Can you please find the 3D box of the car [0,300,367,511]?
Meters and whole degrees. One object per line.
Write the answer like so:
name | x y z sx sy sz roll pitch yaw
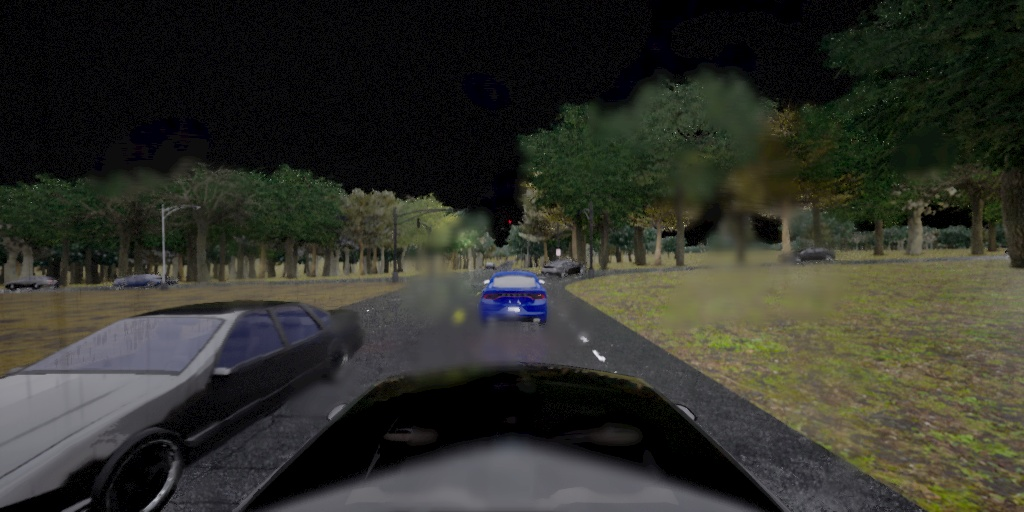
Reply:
car | -3.596 1.297 4.312 2.033 1.411 5.357 0 0 0

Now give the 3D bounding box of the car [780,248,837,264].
car | 30.931 -0.002 37.551 5.008 1.535 1.882 -2 -1 2

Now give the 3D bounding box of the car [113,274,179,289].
car | -37.188 2.535 36.458 5.357 1.411 2.033 -2 -1 2

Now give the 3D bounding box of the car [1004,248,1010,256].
car | 53.402 -0.746 36.625 4.181 1.385 1.994 -2 -1 2

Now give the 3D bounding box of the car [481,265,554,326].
car | 0.077 1.236 11.772 1.882 1.535 5.008 0 0 0

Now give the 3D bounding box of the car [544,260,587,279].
car | 4.589 1.069 31.167 2.128 1.511 4.902 -1 4 44
